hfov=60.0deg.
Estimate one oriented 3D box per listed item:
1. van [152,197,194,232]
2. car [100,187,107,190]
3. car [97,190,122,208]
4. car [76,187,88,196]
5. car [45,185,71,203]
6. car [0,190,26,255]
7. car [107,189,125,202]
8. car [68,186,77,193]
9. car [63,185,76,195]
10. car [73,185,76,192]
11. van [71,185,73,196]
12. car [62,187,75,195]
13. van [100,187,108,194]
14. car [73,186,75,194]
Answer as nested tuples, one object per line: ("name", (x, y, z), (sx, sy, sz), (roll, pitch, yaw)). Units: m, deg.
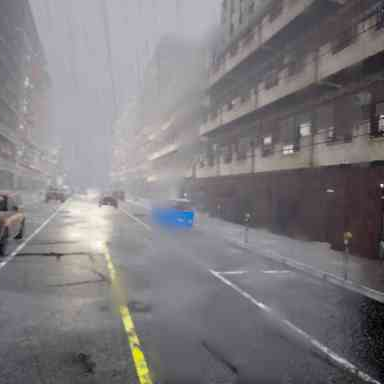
("van", (-1.155, 1.210, 18.964), (1.690, 1.788, 3.998), (4, 0, -18))
("car", (-18.417, 0.194, 72.973), (1.947, 1.339, 4.313), (4, 0, -18))
("car", (-8.777, 0.870, 34.657), (1.812, 1.442, 4.674), (4, 0, -18))
("car", (-21.685, -0.206, 65.774), (2.097, 1.767, 4.553), (4, 0, -18))
("car", (-15.532, 0.225, 38.137), (2.192, 1.841, 5.009), (4, 0, -18))
("car", (-6.910, 0.846, 11.132), (2.192, 1.841, 5.009), (4, 0, -18))
("car", (-11.500, 0.438, 51.369), (2.192, 1.841, 5.009), (4, 0, -18))
("car", (-31.063, -0.764, 86.744), (1.967, 1.590, 4.097), (4, 0, -18))
("car", (-25.880, -0.519, 70.542), (2.192, 1.841, 5.009), (4, 0, -18))
("car", (-22.449, -0.021, 59.740), (1.947, 1.339, 4.313), (4, 0, -18))
("van", (-18.983, 0.002, 48.939), (1.690, 1.788, 3.998), (4, 0, -18))
("car", (-24.173, -0.160, 65.141), (2.008, 1.369, 4.403), (4, 0, -18))
("van", (-23.574, -0.400, 89.176), (1.690, 1.788, 3.998), (4, 0, -18))
("car", (-20.723, 0.087, 54.339), (2.008, 1.369, 4.403), (4, 0, -18))
